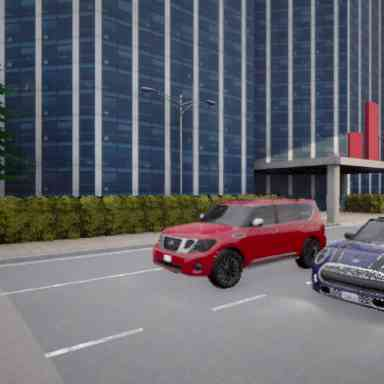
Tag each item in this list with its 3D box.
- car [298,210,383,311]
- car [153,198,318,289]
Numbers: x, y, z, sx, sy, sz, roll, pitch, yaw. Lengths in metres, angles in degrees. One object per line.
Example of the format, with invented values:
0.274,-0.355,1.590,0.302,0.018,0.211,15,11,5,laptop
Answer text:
4.738,1.351,7.532,4.553,1.767,2.097,0,0,-37,car
1.628,1.221,9.588,5.566,2.045,2.150,0,0,-37,car
